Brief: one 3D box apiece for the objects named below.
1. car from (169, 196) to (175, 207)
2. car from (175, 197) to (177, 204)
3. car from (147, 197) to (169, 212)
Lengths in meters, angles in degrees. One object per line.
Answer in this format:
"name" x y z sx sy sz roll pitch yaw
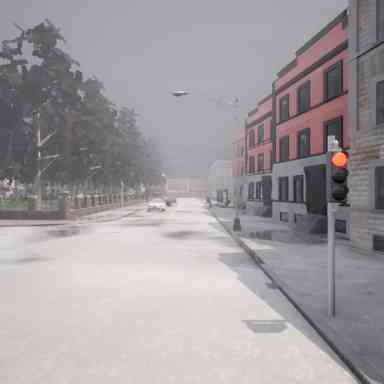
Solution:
"car" -4.050 1.601 50.142 1.895 1.301 4.718 0 0 0
"car" -3.951 1.548 65.987 2.033 1.411 5.357 0 0 0
"car" -4.051 1.526 38.957 1.812 1.442 4.674 0 0 0
